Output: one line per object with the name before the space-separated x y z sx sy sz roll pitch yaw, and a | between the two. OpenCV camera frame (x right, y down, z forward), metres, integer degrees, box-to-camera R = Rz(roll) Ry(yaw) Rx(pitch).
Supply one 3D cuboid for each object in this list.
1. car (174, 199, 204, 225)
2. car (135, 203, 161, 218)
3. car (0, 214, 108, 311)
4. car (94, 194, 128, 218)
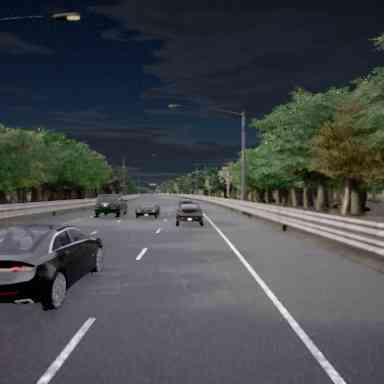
car | -0.205 1.510 23.887 1.837 1.490 4.892 0 0 -1
car | -3.860 1.609 29.764 1.895 1.301 4.718 0 0 -2
car | -3.446 1.493 7.740 2.128 1.511 4.902 0 0 0
car | -7.391 1.231 30.706 2.150 2.045 5.566 0 0 -2
